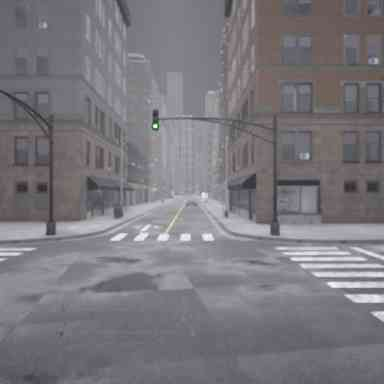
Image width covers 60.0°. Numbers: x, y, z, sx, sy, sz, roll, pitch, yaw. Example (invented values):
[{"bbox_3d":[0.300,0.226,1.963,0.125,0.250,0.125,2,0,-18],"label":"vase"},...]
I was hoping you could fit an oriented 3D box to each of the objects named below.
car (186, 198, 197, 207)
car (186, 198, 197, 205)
[{"bbox_3d":[-0.067,1.788,55.110,1.895,1.301,4.718,0,0,0],"label":"car"},{"bbox_3d":[-0.098,1.823,65.115,1.895,1.301,4.718,0,0,0],"label":"car"}]
